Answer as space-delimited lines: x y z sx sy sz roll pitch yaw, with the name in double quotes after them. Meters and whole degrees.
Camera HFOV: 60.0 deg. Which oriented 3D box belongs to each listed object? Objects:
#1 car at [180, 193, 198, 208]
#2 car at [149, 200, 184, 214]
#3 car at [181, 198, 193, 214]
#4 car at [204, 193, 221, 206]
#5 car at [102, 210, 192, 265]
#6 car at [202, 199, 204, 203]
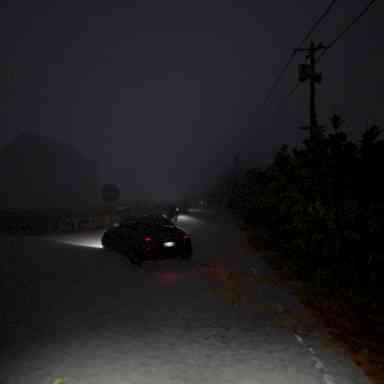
-0.360 1.235 47.640 2.150 2.045 5.566 0 0 5 "car"
-2.198 1.554 25.260 2.033 1.411 5.357 0 0 7 "car"
-1.343 1.611 35.392 1.895 1.301 4.718 0 0 5 "car"
3.621 1.237 55.058 2.150 2.045 5.566 0 0 4 "car"
-1.735 1.568 11.928 1.994 1.385 4.181 0 0 -31 "car"
3.702 1.584 67.440 1.994 1.385 4.181 0 0 -25 "car"
